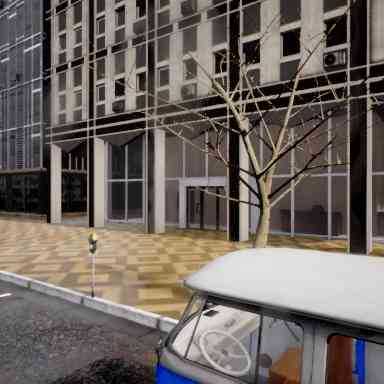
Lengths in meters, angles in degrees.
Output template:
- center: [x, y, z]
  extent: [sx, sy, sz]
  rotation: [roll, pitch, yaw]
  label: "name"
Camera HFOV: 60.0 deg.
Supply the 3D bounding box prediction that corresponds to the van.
- center: [1.559, 1.341, 1.758]
  extent: [3.998, 1.788, 1.690]
  rotation: [0, 0, 36]
  label: "van"
